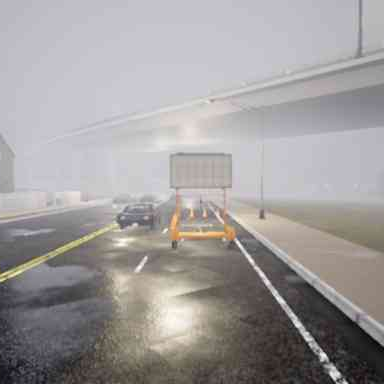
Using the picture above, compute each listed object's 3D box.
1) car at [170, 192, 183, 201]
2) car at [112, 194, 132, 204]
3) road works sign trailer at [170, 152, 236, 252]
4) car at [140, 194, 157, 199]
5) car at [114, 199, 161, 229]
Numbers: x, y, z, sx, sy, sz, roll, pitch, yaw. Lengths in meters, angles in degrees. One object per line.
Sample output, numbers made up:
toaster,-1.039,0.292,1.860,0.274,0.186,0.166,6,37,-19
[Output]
car,-2.570,0.746,55.394,1.994,1.385,4.181,0,1,0
car,-9.293,0.914,44.904,2.033,1.411,5.357,0,1,1
road works sign trailer,0.341,0.264,12.874,2.380,3.560,2.880,0,1,-3
car,-6.037,0.902,45.867,1.994,1.385,4.181,0,1,1
car,-2.866,1.321,19.101,1.895,1.301,4.718,0,1,1
